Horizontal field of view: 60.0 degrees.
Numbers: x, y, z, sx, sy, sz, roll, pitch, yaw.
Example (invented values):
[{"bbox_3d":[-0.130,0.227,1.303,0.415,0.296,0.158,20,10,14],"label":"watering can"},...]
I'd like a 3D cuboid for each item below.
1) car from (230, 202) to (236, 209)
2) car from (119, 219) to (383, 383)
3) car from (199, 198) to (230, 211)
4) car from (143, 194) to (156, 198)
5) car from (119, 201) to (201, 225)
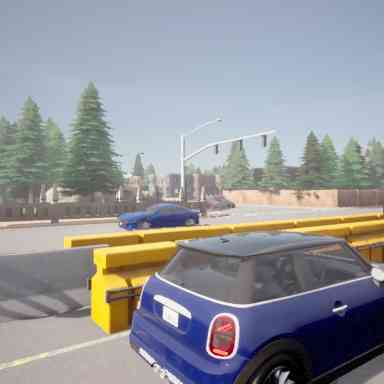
[{"bbox_3d":[3.930,1.564,44.575,1.994,1.385,4.181,0,0,-35],"label":"car"},{"bbox_3d":[1.502,1.352,4.797,4.553,1.767,2.097,0,0,-35],"label":"car"},{"bbox_3d":[2.117,1.526,41.085,1.812,1.442,4.674,0,0,-35],"label":"car"},{"bbox_3d":[-6.712,1.115,53.602,1.837,1.490,4.892,0,0,-36],"label":"car"},{"bbox_3d":[-1.840,1.477,19.739,5.008,1.535,1.882,0,0,-35],"label":"car"}]
